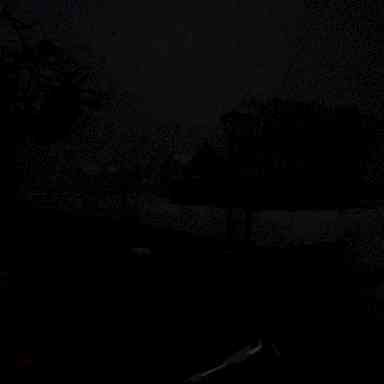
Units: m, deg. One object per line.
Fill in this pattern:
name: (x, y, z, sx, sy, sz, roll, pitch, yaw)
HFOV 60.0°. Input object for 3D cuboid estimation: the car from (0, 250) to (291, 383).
car: (-1.475, 1.351, 1.896, 4.553, 1.767, 2.097, 0, 0, -36)
